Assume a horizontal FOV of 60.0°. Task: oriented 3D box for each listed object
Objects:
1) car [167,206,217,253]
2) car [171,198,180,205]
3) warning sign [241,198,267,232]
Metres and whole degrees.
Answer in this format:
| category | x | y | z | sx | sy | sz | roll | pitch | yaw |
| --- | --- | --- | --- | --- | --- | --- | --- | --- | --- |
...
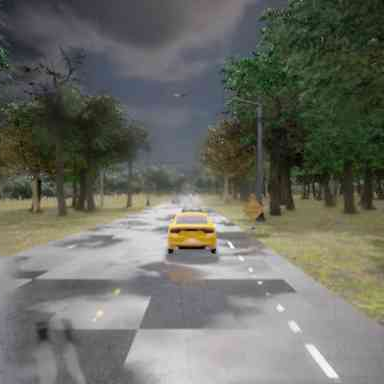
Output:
| category | x | y | z | sx | sy | sz | roll | pitch | yaw |
| --- | --- | --- | --- | --- | --- | --- | --- | --- | --- |
| car | 0.006 | 1.613 | 14.471 | 1.882 | 1.535 | 5.008 | 0 | 0 | 0 |
| car | -3.498 | 1.975 | 71.793 | 1.837 | 1.490 | 4.892 | 0 | 0 | 0 |
| warning sign | 3.549 | 1.295 | 19.219 | 1.300 | 1.860 | 1.060 | 0 | -1 | 0 |
